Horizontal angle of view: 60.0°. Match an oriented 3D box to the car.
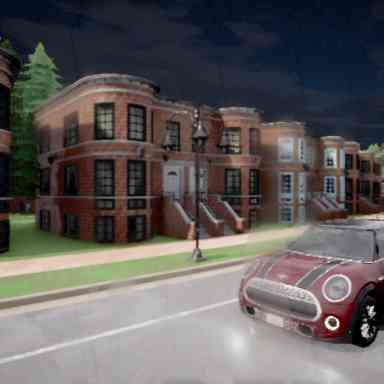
[{"bbox_3d":[3.019,1.368,6.502,4.553,1.767,2.097,0,0,-39],"label":"car"}]
